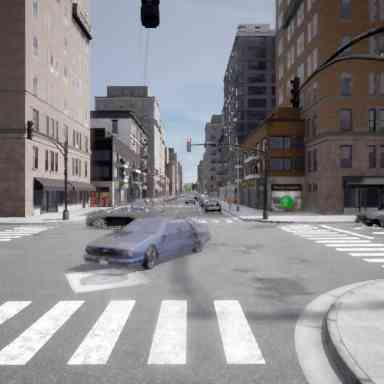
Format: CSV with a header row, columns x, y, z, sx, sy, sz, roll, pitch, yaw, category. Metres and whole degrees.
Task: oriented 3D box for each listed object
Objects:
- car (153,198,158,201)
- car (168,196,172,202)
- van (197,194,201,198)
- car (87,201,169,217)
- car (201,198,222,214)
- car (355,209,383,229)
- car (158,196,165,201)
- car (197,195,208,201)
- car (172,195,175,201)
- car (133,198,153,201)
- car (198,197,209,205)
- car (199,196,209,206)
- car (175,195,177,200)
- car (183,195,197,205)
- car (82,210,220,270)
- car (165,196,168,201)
x,y,z,sx,sy,sz,roll,pitch,yaw,category
-5.774,1.490,41.667,1.967,1.590,4.097,0,0,0,car
-5.801,1.552,69.220,1.967,1.590,4.097,0,0,0,car
2.235,1.424,58.207,1.690,1.788,3.998,0,0,0,van
-4.036,1.507,20.602,4.902,1.511,2.128,0,0,0,car
2.257,1.606,36.163,1.947,1.339,4.313,0,0,0,car
13.161,1.499,20.709,5.357,1.411,2.033,0,0,-1,car
-5.785,1.653,52.688,1.802,1.307,4.206,0,0,0,car
2.240,1.637,52.696,1.947,1.339,4.313,0,0,0,car
-5.812,1.695,80.242,2.008,1.369,4.403,0,0,0,car
-5.768,1.480,36.156,1.967,1.590,4.097,0,0,0,car
2.229,1.648,63.718,2.008,1.369,4.403,0,0,0,car
2.246,1.641,47.186,1.802,1.307,4.206,0,0,0,car
-5.823,1.721,91.264,1.887,1.381,4.507,0,0,0,car
-0.307,1.694,62.039,1.895,1.301,4.718,0,0,0,car
-1.162,1.540,11.431,2.033,1.411,5.357,0,0,29,car
-5.790,1.634,58.199,2.008,1.369,4.403,0,0,0,car
